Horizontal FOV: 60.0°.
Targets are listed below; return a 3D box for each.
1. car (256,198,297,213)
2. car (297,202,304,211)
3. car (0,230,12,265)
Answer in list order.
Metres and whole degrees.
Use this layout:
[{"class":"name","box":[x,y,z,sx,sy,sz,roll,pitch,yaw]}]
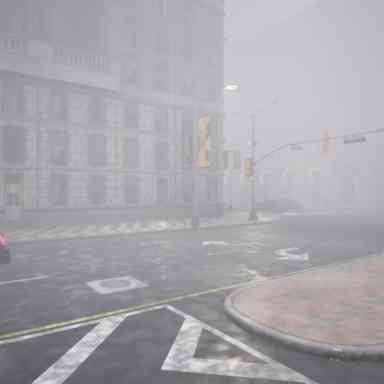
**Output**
[{"class":"car","box":[9.288,1.564,37.703,1.994,1.385,4.181,0,0,-36]},{"class":"car","box":[11.413,1.491,40.746,2.128,1.511,4.902,0,0,-36]},{"class":"car","box":[-7.316,1.353,8.608,4.553,1.767,2.097,0,0,-35]}]
